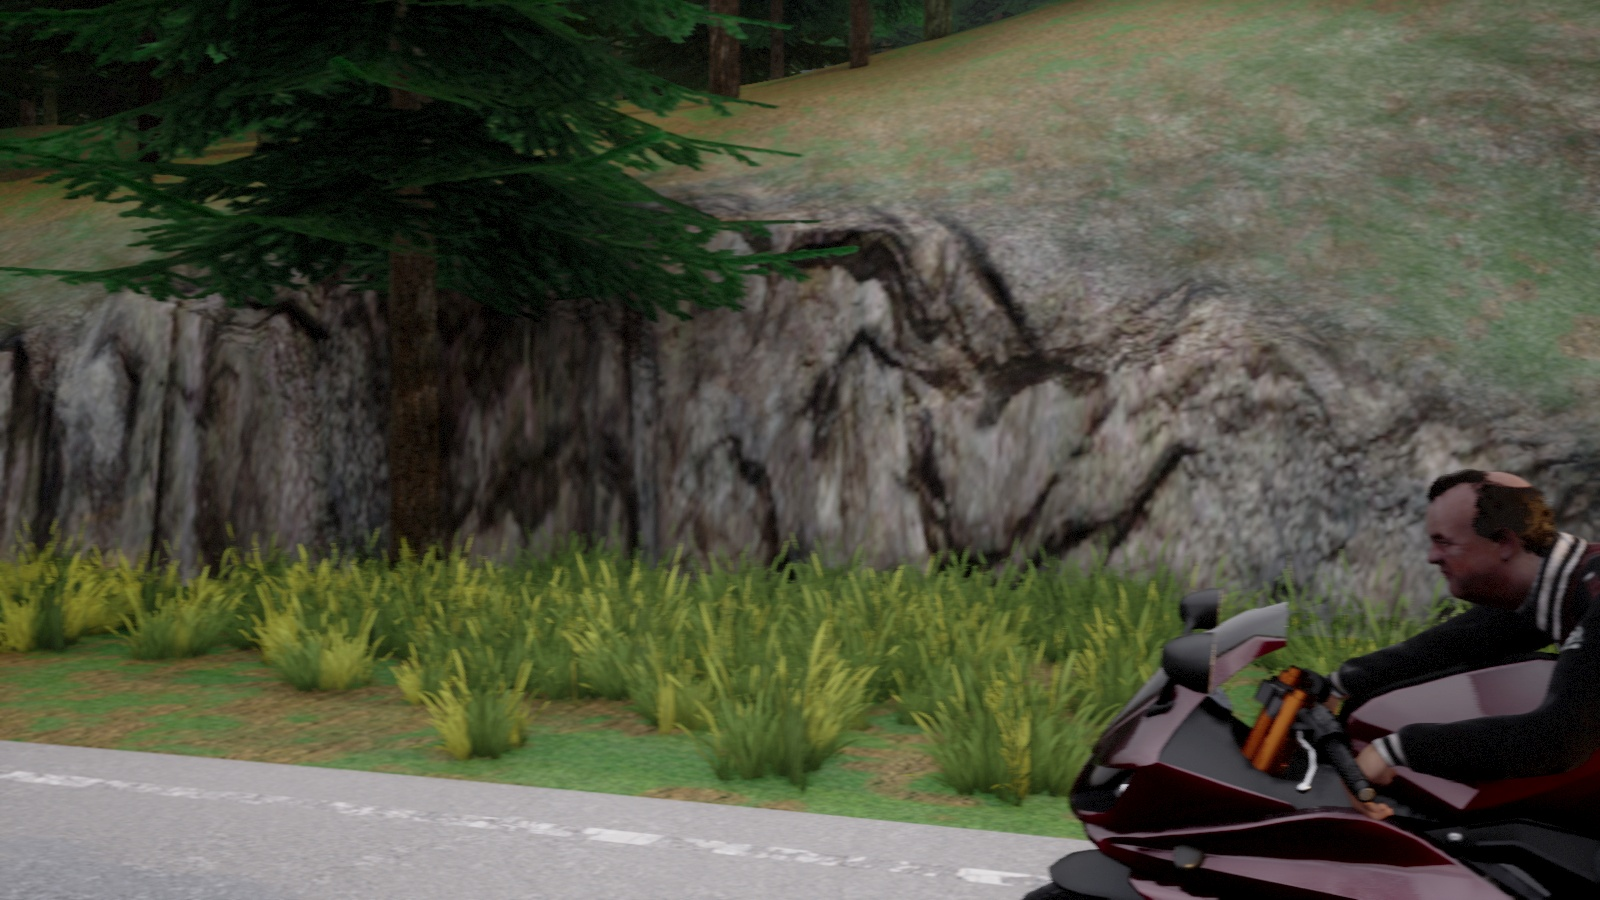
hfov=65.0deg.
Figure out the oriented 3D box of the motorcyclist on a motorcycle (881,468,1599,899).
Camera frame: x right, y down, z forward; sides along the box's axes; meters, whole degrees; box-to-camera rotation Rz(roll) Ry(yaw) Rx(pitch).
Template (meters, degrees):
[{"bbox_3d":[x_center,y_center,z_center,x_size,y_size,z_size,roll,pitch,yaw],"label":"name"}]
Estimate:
[{"bbox_3d":[1.332,0.827,2.448,2.191,1.530,0.866,1,1,19],"label":"motorcyclist on a motorcycle"}]
